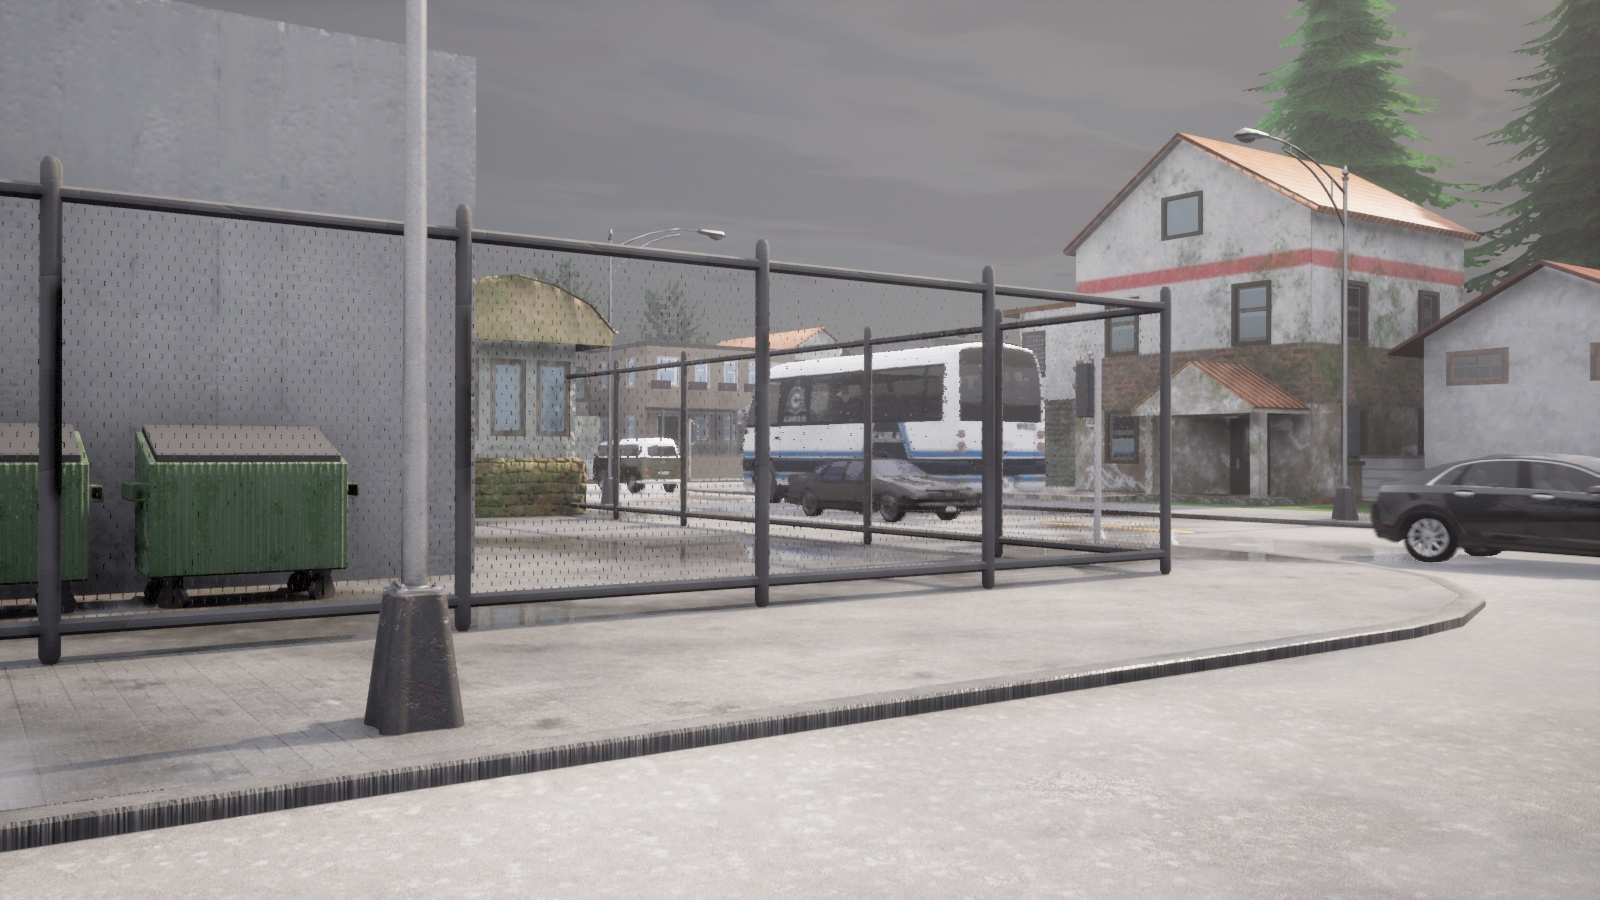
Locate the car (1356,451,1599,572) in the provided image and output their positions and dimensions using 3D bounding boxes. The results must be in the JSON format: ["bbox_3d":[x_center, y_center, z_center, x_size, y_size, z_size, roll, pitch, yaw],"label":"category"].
[{"bbox_3d":[10.237,0.769,16.711,1.837,1.490,4.892,0,0,-39],"label":"car"}]

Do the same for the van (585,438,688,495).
[{"bbox_3d":[-6.226,0.597,47.448,2.069,2.038,4.480,0,0,-35],"label":"van"}]

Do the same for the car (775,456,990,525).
[{"bbox_3d":[1.746,0.859,28.754,2.033,1.411,5.357,0,0,-34],"label":"car"}]

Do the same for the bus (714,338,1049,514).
[{"bbox_3d":[1.892,-0.549,35.611,3.944,4.253,10.273,0,0,-34],"label":"bus"}]
